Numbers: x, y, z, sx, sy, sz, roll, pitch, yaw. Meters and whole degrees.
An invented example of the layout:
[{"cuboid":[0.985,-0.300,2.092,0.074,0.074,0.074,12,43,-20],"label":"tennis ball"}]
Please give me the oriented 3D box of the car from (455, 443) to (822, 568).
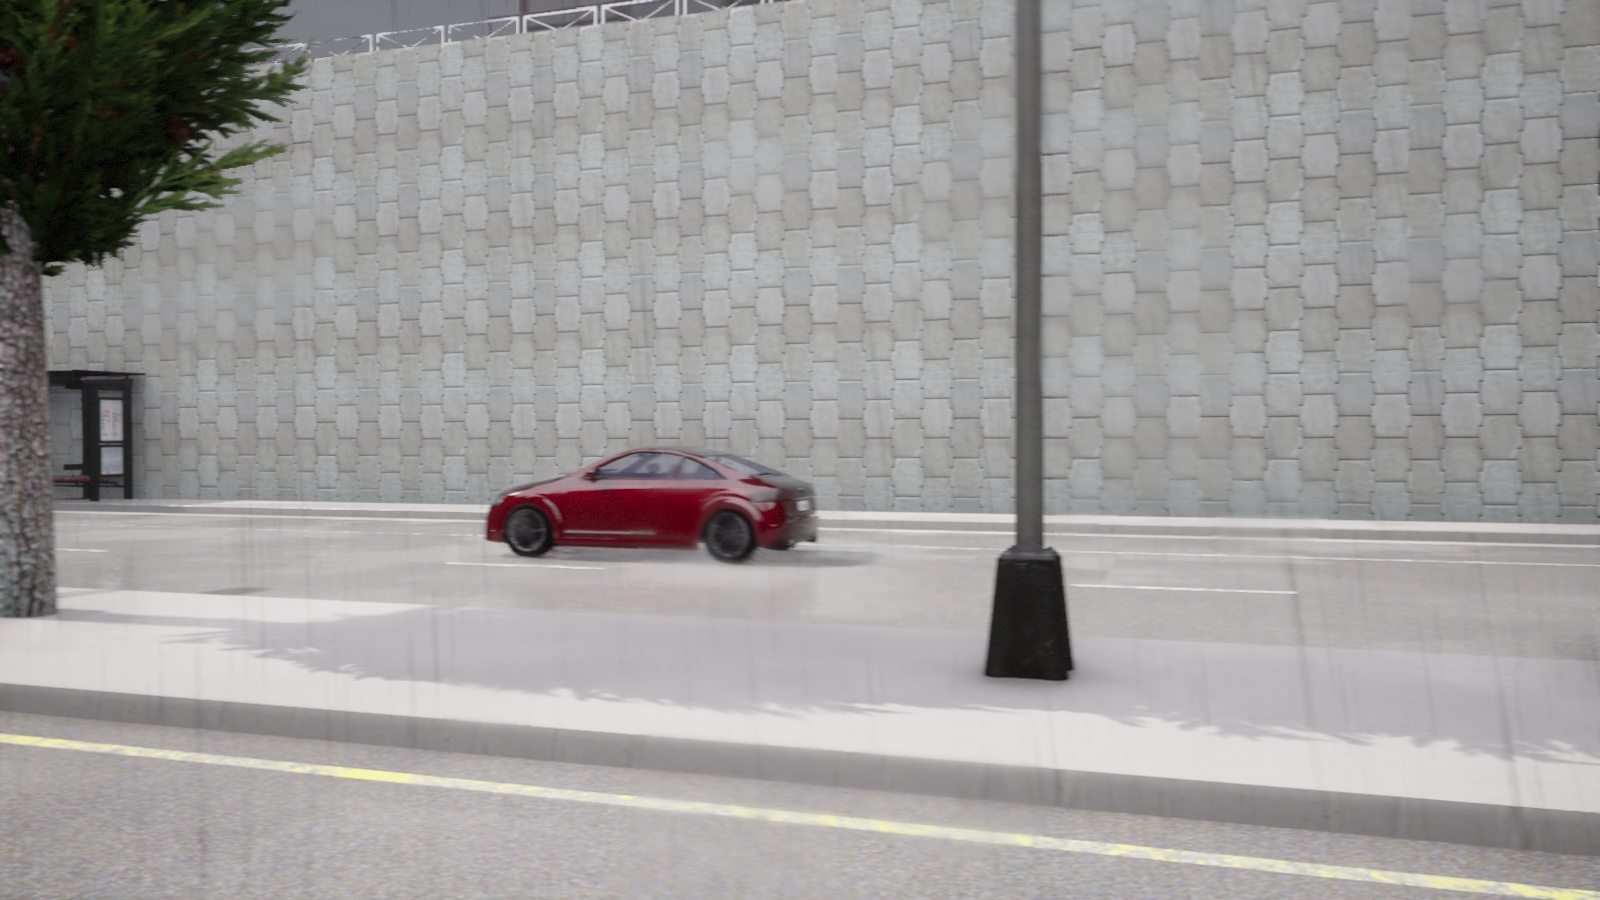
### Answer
[{"cuboid":[-2.015,0.627,16.005,4.181,1.385,1.994,1,1,19],"label":"car"}]
